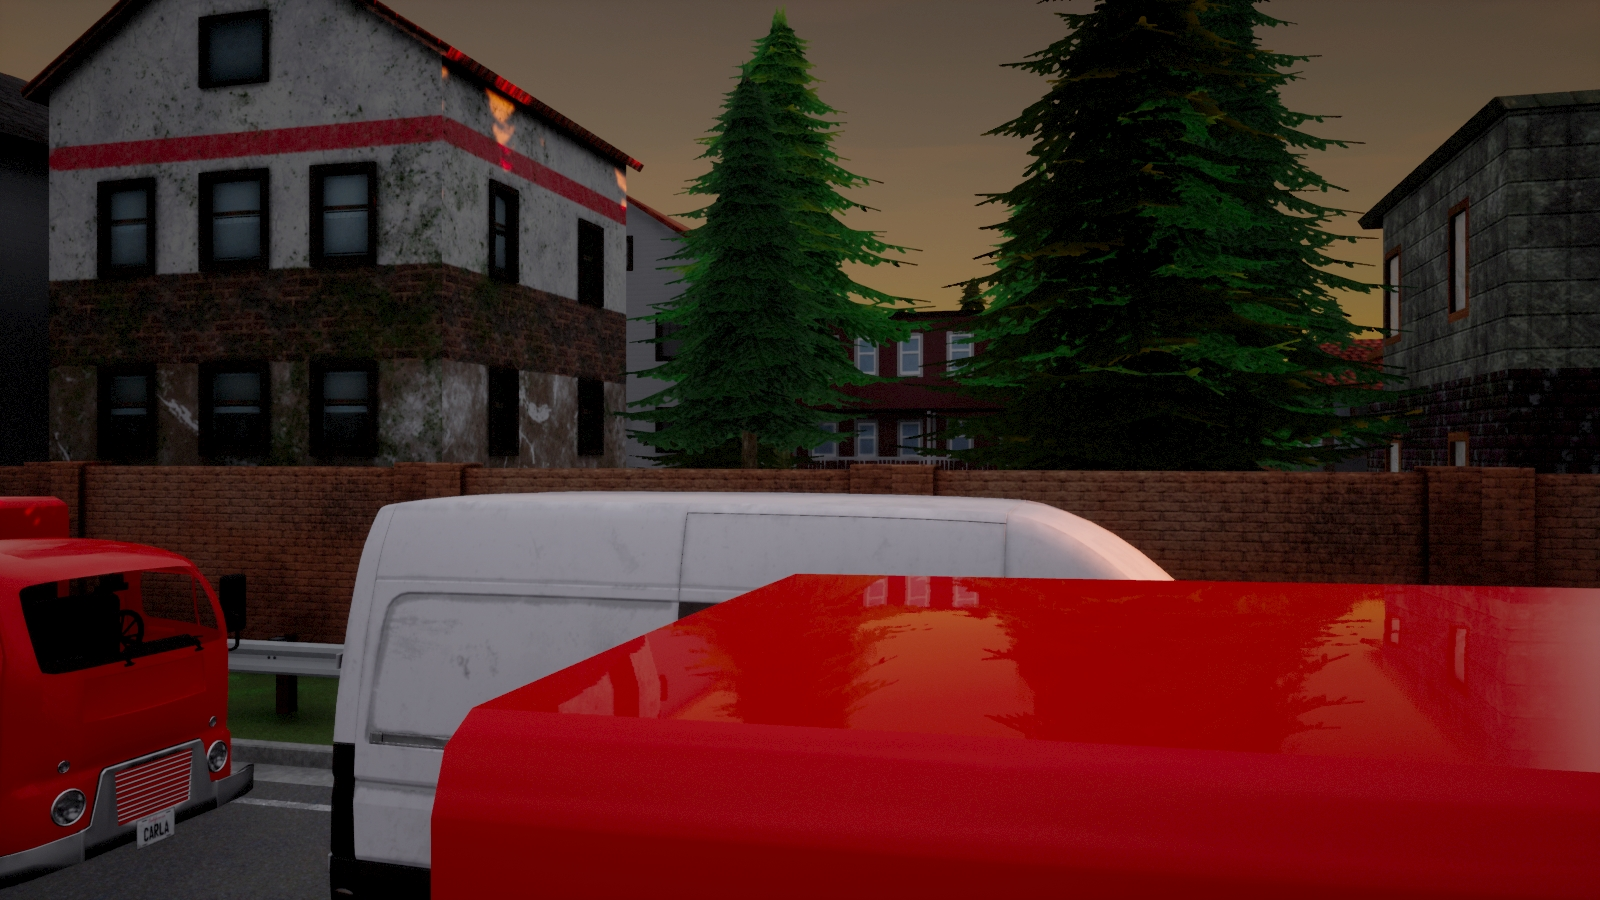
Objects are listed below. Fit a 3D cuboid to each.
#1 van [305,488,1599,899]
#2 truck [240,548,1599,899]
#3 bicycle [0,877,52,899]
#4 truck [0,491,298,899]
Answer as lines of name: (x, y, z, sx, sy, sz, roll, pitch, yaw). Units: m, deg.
van: (0.608, 1.535, 6.000, 5.915, 2.561, 1.988, 0, 0, 15)
truck: (2.192, 1.568, 1.959, 5.204, 2.467, 2.627, 0, 0, 15)
bicycle: (-3.101, 2.056, 3.494, 1.643, 1.496, 0.373, 0, 0, 16)
truck: (-6.587, 1.568, 7.895, 5.204, 2.467, 2.627, 0, 0, 15)
